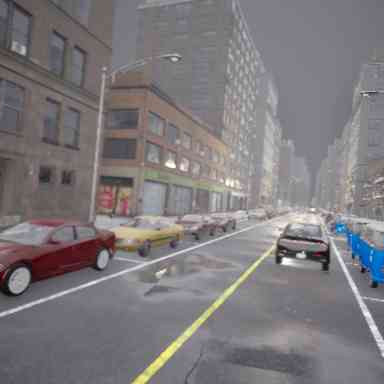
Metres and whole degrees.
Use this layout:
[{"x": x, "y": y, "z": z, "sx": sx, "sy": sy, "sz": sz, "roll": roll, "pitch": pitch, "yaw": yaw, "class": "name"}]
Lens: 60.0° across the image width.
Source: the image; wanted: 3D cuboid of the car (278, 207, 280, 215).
[{"x": 11.514, "y": 3.069, "z": 49.407, "sx": 1.802, "sy": 1.307, "sz": 4.206, "roll": 5, "pitch": -1, "yaw": 20, "class": "car"}]

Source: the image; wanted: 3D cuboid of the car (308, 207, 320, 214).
[{"x": 29.561, "y": 4.735, "z": 81.585, "sx": 1.994, "sy": 1.385, "sz": 4.181, "roll": 4, "pitch": -1, "yaw": 20, "class": "car"}]

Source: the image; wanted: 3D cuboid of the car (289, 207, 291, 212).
[{"x": 19.085, "y": 3.898, "z": 70.016, "sx": 2.008, "sy": 1.369, "sz": 4.403, "roll": 5, "pitch": -1, "yaw": 20, "class": "car"}]

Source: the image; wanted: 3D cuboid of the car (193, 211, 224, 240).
[{"x": 0.160, "y": 1.805, "z": 18.492, "sx": 1.802, "sy": 1.307, "sz": 4.206, "roll": 5, "pitch": -1, "yaw": 20, "class": "car"}]

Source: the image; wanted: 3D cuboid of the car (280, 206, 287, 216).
[{"x": 15.310, "y": 3.356, "z": 59.712, "sx": 1.967, "sy": 1.590, "sz": 4.097, "roll": 5, "pitch": -1, "yaw": 20, "class": "car"}]

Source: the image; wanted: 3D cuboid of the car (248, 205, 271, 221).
[{"x": 7.676, "y": 2.582, "z": 38.943, "sx": 1.752, "sy": 1.417, "sz": 4.829, "roll": 5, "pitch": -1, "yaw": 20, "class": "car"}]

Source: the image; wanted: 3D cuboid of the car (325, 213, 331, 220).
[{"x": 13.827, "y": 2.995, "z": 31.013, "sx": 2.008, "sy": 1.369, "sz": 4.403, "roll": 5, "pitch": -1, "yaw": 20, "class": "car"}]

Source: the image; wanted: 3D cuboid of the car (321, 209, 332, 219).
[{"x": 17.630, "y": 3.182, "z": 41.317, "sx": 2.192, "sy": 1.841, "sz": 5.009, "roll": 5, "pitch": -1, "yaw": 20, "class": "car"}]

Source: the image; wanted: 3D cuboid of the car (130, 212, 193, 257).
[{"x": -1.786, "y": 1.533, "z": 13.180, "sx": 1.752, "sy": 1.417, "sz": 4.829, "roll": 5, "pitch": -1, "yaw": 20, "class": "car"}]

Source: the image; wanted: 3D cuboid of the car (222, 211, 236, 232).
[{"x": 2.052, "y": 2.014, "z": 23.644, "sx": 1.802, "sy": 1.307, "sz": 4.206, "roll": 5, "pitch": -1, "yaw": 20, "class": "car"}]

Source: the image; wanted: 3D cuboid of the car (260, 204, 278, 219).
[{"x": 9.645, "y": 2.591, "z": 44.257, "sx": 2.192, "sy": 1.841, "sz": 5.009, "roll": 5, "pitch": -1, "yaw": 20, "class": "car"}]

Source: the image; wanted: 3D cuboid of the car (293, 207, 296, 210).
[{"x": 24.769, "y": 4.441, "z": 85.475, "sx": 1.967, "sy": 1.590, "sz": 4.097, "roll": 5, "pitch": -1, "yaw": 20, "class": "car"}]

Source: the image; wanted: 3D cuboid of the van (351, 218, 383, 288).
[{"x": 6.279, "y": 1.948, "z": 10.409, "sx": 1.690, "sy": 1.788, "sz": 3.998, "roll": 5, "pitch": -1, "yaw": 20, "class": "van"}]

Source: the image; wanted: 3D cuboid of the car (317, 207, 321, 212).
[{"x": 30.846, "y": 4.923, "z": 77.373, "sx": 2.008, "sy": 1.369, "sz": 4.403, "roll": 5, "pitch": -1, "yaw": 20, "class": "car"}]

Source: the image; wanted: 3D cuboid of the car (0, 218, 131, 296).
[{"x": -3.622, "y": 1.350, "z": 8.188, "sx": 1.887, "sy": 1.381, "sz": 4.507, "roll": 5, "pitch": -1, "yaw": 20, "class": "car"}]

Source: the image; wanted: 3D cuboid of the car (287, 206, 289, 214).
[{"x": 17.136, "y": 3.649, "z": 64.705, "sx": 1.752, "sy": 1.417, "sz": 4.829, "roll": 5, "pitch": -1, "yaw": 20, "class": "car"}]

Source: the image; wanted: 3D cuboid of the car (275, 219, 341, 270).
[{"x": 4.480, "y": 1.992, "z": 13.312, "sx": 2.128, "sy": 1.511, "sz": 4.902, "roll": 4, "pitch": -1, "yaw": 20, "class": "car"}]

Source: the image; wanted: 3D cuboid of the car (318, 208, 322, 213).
[{"x": 27.065, "y": 4.482, "z": 67.070, "sx": 1.887, "sy": 1.381, "sz": 4.507, "roll": 5, "pitch": -1, "yaw": 20, "class": "car"}]

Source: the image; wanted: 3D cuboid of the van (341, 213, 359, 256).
[{"x": 8.171, "y": 2.157, "z": 15.561, "sx": 1.690, "sy": 1.788, "sz": 3.998, "roll": 5, "pitch": -1, "yaw": 20, "class": "van"}]

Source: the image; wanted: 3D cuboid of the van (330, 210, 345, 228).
[{"x": 11.954, "y": 2.576, "z": 25.863, "sx": 1.690, "sy": 1.788, "sz": 3.998, "roll": 5, "pitch": -1, "yaw": 20, "class": "van"}]

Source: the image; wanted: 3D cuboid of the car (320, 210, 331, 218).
[{"x": 28.956, "y": 4.699, "z": 72.222, "sx": 1.887, "sy": 1.381, "sz": 4.507, "roll": 5, "pitch": -1, "yaw": 20, "class": "car"}]

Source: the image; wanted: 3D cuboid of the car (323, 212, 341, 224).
[{"x": 19.500, "y": 3.644, "z": 46.466, "sx": 1.947, "sy": 1.339, "sz": 4.313, "roll": 5, "pitch": -1, "yaw": 20, "class": "car"}]
